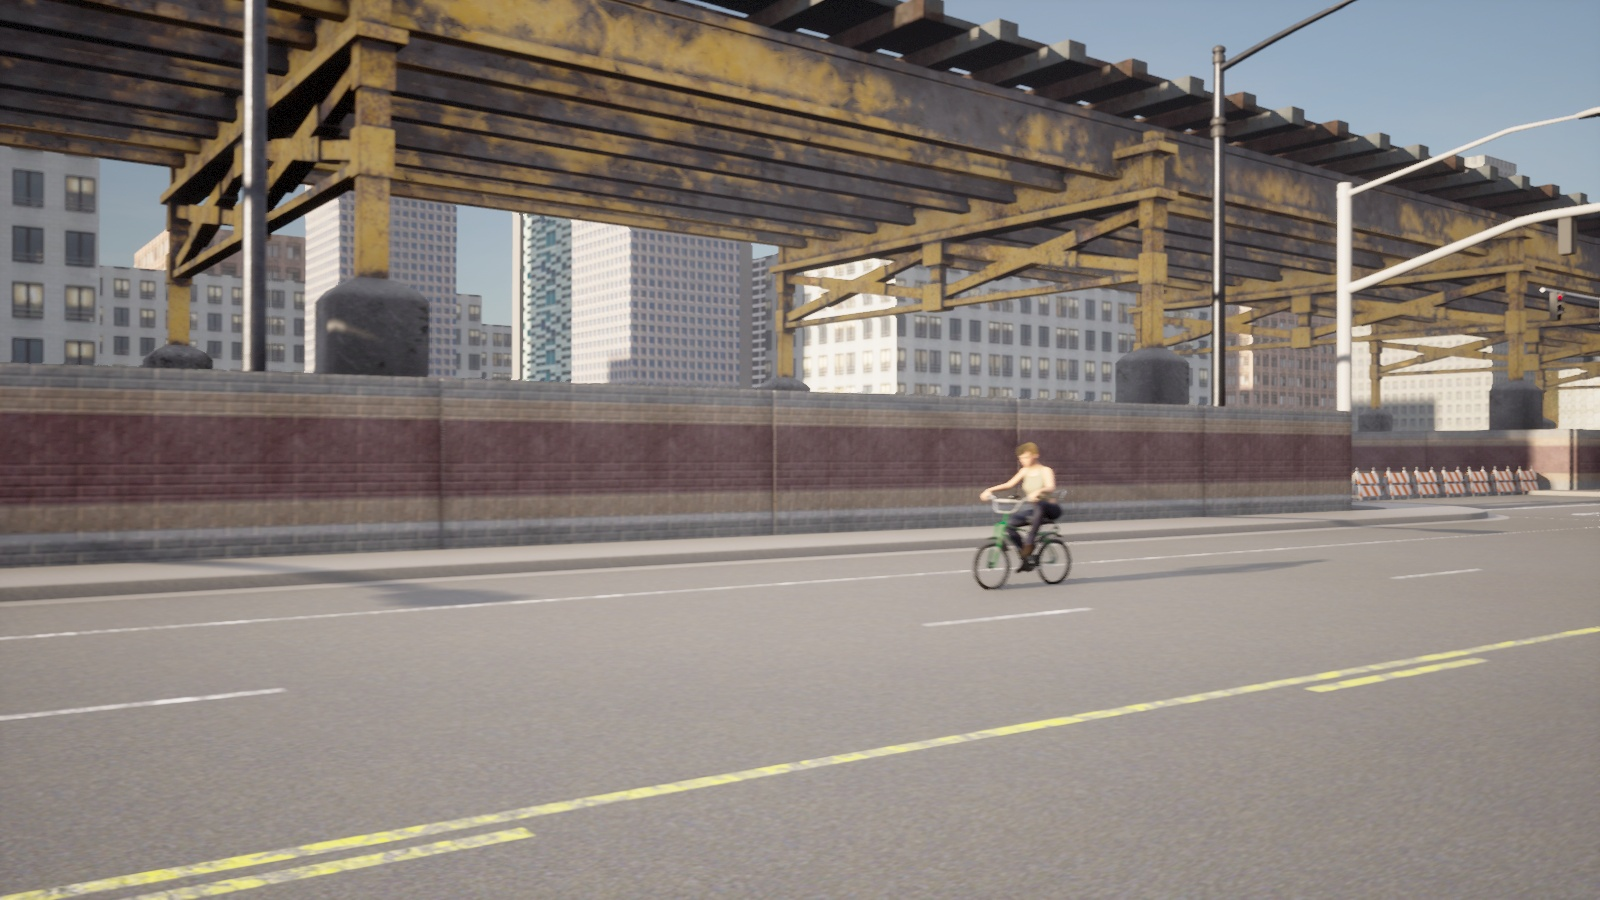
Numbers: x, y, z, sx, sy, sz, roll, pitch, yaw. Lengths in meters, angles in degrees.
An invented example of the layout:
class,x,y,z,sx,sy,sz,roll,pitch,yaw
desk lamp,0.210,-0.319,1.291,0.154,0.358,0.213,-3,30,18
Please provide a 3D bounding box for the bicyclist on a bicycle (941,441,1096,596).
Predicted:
class,x,y,z,sx,sy,sz,roll,pitch,yaw
bicyclist on a bicycle,2.421,0.710,13.872,1.509,1.612,0.866,0,0,-35
